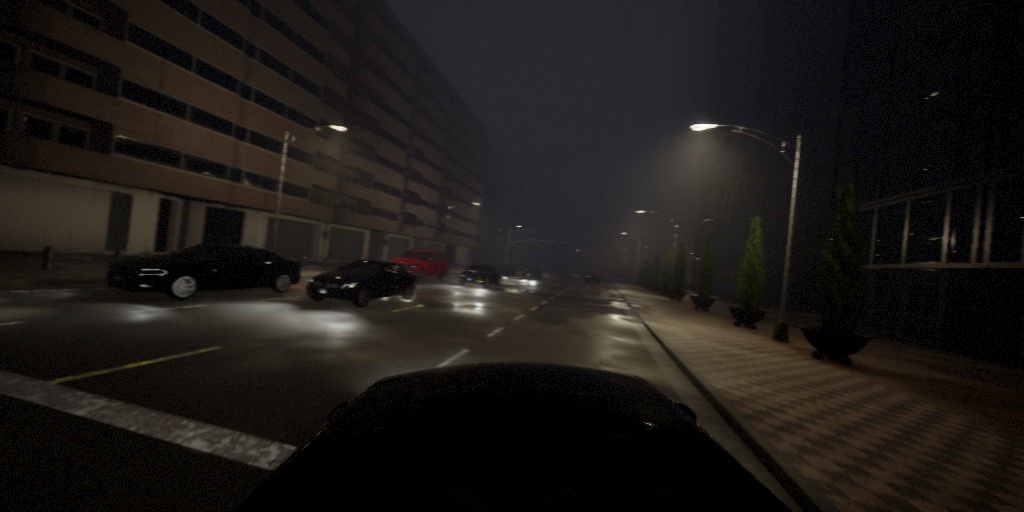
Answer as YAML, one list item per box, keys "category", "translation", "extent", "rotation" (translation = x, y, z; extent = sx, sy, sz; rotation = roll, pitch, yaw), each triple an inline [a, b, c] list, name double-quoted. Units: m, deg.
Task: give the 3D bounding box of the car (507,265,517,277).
- category: "car"
  translation: [-0.768, 1.762, 44.596]
  extent: [2.033, 1.411, 5.357]
  rotation: [6, -1, 14]

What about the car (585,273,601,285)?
- category: "car"
  translation: [11.172, 3.067, 49.344]
  extent: [2.128, 1.511, 4.902]
  rotation: [6, -1, 14]

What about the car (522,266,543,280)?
- category: "car"
  translation: [2.526, 2.051, 43.401]
  extent: [2.128, 1.511, 4.902]
  rotation: [6, -1, 14]

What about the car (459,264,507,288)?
- category: "car"
  translation: [-2.100, 1.318, 25.066]
  extent: [1.837, 1.490, 4.892]
  rotation: [6, 0, 14]

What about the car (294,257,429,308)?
- category: "car"
  translation: [-5.062, 0.860, 12.892]
  extent: [1.812, 1.442, 4.674]
  rotation: [6, -1, 13]

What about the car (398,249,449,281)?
- category: "car"
  translation: [-6.025, 0.584, 23.585]
  extent: [2.150, 2.045, 5.566]
  rotation: [6, 0, 14]

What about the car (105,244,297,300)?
- category: "car"
  translation: [-9.032, 0.357, 11.163]
  extent: [1.882, 1.535, 5.008]
  rotation: [6, -1, 13]
